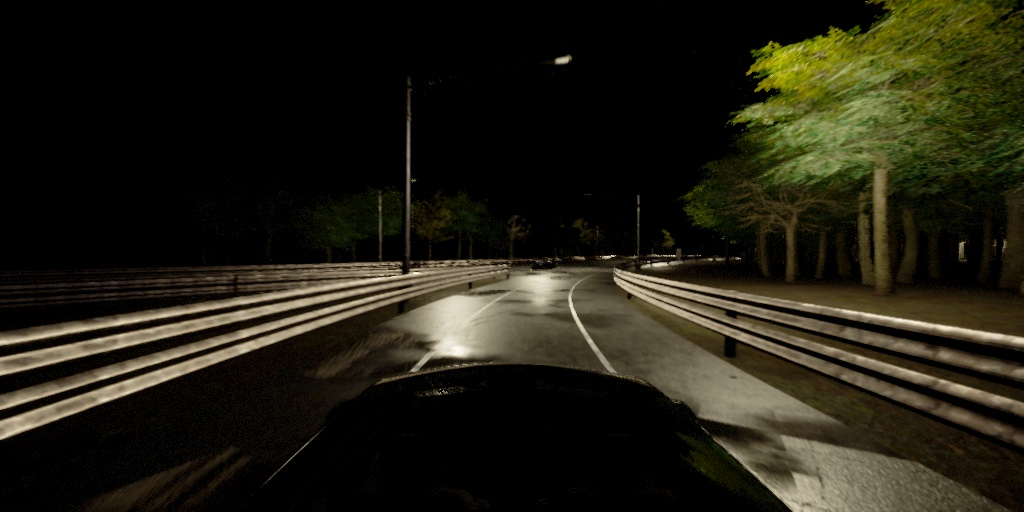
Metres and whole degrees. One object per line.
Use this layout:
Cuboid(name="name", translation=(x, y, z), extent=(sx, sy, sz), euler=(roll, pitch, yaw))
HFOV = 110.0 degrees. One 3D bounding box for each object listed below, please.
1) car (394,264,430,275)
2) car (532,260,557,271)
Cuboid(name="car", translation=(-8.922, 1.479, 34.671), extent=(1.882, 1.535, 5.008), euler=(0, 1, 40))
Cuboid(name="car", translation=(4.622, 1.292, 50.908), extent=(1.994, 1.385, 4.181), euler=(0, 1, 40))
